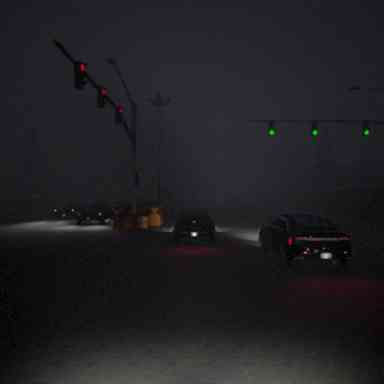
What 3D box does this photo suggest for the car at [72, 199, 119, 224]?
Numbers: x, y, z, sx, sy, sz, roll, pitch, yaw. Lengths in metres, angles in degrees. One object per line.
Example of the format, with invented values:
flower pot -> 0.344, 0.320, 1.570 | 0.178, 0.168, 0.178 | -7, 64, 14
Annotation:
car -> -7.102, 1.526, 25.026 | 1.812, 1.442, 4.674 | 0, 0, 0

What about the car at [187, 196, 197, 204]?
car -> -0.008, 1.548, 67.594 | 2.033, 1.411, 5.357 | 0, 0, 0

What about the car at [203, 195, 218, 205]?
car -> 3.493, 1.354, 59.862 | 2.097, 1.767, 4.553 | 0, 0, 0

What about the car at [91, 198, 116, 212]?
car -> -10.566, 1.526, 39.908 | 1.812, 1.442, 4.674 | 0, 0, -1

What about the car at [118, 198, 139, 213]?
car -> -7.093, 1.602, 34.126 | 1.895, 1.301, 4.718 | 0, 0, 0

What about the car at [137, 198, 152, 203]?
car -> -7.035, 1.548, 44.496 | 2.033, 1.411, 5.357 | 0, 0, 1

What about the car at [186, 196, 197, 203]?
car -> -0.005, 1.493, 57.288 | 2.128, 1.511, 4.902 | 0, 0, 0

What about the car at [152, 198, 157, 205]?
car -> -7.018, 1.602, 56.310 | 1.895, 1.301, 4.718 | 0, 0, 0

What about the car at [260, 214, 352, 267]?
car -> 3.599, 1.492, 11.345 | 2.128, 1.511, 4.902 | 0, 0, 0

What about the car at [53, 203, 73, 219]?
car -> -10.599, 1.601, 29.733 | 1.895, 1.301, 4.718 | 0, 0, 0

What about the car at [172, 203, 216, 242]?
car -> 0.099, 1.505, 16.300 | 1.837, 1.490, 4.892 | 0, 0, 0

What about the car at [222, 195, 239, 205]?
car -> 6.993, 1.354, 58.398 | 2.097, 1.767, 4.553 | 0, 0, 0

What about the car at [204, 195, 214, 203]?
car -> 3.493, 1.502, 70.143 | 1.837, 1.490, 4.892 | 0, 0, 1
